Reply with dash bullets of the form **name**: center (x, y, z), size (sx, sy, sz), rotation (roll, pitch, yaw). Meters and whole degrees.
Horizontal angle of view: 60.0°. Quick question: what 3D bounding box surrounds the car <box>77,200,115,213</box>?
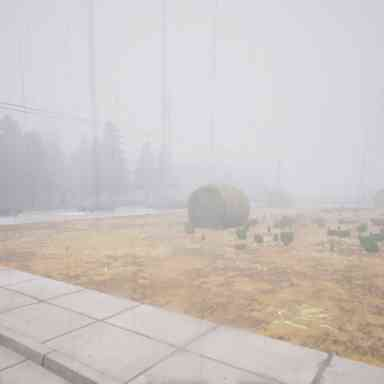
- **car**: center (-10.801, 1.588, 37.505), size (1.994, 1.385, 4.181), rotation (0, 0, 36)

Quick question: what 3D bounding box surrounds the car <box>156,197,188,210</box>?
- **car**: center (-2.157, 1.588, 42.952), size (1.994, 1.385, 4.181), rotation (0, 0, 37)

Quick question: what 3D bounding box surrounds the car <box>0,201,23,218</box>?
- **car**: center (-17.254, 1.517, 28.797), size (2.128, 1.511, 4.902), rotation (0, 0, 37)

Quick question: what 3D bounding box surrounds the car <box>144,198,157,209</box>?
- **car**: center (-4.480, 1.529, 46.004), size (1.837, 1.490, 4.892), rotation (0, 0, 36)
